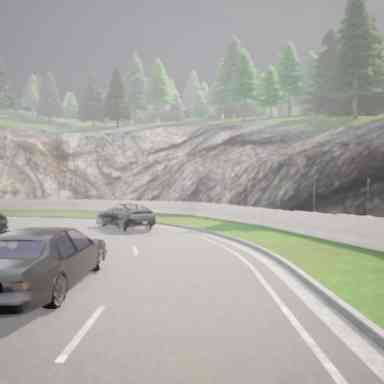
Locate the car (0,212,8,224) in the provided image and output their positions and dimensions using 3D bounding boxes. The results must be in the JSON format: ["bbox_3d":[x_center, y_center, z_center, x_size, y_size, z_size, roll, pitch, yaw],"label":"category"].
[{"bbox_3d":[-11.115,1.433,16.956,4.892,1.490,1.837,0,-2,40],"label":"car"}]

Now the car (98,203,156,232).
[{"bbox_3d":[-3.989,1.415,19.651,2.128,1.511,4.902,0,0,-38],"label":"car"}]

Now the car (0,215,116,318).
[{"bbox_3d":[-3.428,1.516,7.662,2.033,1.411,5.357,0,0,-1],"label":"car"}]
